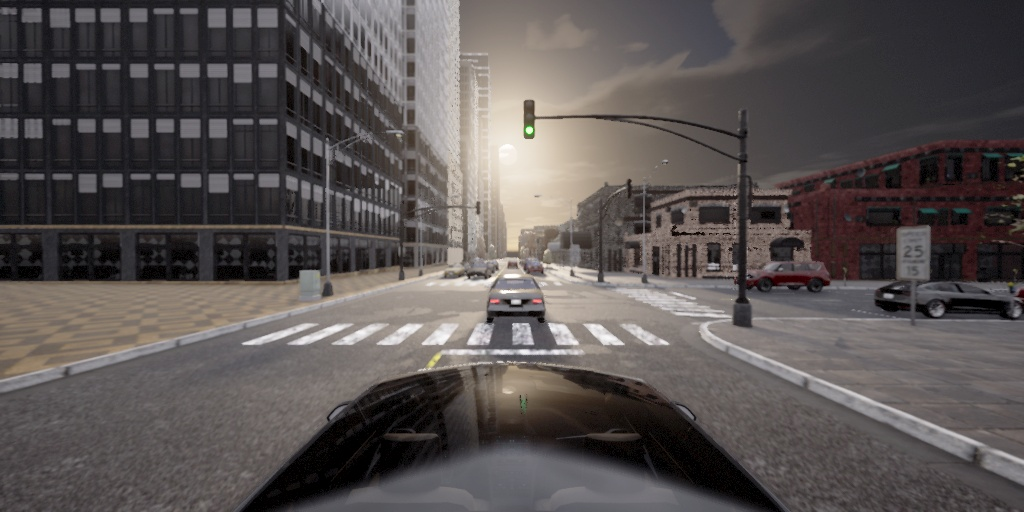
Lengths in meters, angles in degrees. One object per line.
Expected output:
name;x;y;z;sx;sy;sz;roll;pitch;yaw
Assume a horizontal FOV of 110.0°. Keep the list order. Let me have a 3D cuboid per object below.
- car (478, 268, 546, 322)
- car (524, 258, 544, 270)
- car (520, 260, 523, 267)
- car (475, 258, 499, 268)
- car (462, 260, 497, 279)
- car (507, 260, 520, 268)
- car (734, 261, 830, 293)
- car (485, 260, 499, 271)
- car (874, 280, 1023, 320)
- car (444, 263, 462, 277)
car;0.109;1.327;12.452;2.033;1.411;5.357;0;0;0
car;2.725;1.301;42.320;1.967;1.591;4.097;0;0;0
car;2.735;1.208;53.609;2.192;1.841;5.009;0;0;0
car;-3.058;1.359;44.268;2.128;1.511;4.902;0;0;0
car;-3.048;1.387;34.374;2.033;1.411;5.357;0;0;4
car;0.121;1.402;64.753;1.882;1.535;5.008;0;0;0
car;16.535;1.225;22.025;5.009;1.841;2.192;0;0;1
car;-3.014;1.374;54.689;1.882;1.535;5.008;0;0;1
car;16.422;1.583;13.646;4.313;1.339;1.948;0;0;1
car;-5.798;1.372;36.569;1.751;1.417;4.829;0;0;0
